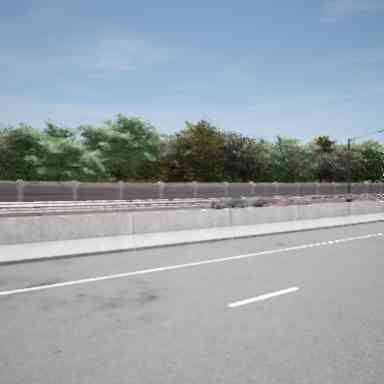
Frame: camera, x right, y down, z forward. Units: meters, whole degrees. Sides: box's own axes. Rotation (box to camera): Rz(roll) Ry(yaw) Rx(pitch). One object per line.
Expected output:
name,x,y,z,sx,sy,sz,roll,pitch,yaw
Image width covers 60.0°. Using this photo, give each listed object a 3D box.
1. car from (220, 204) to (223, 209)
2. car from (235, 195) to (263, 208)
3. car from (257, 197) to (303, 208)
car,3.828,1.129,32.161,4.181,1.385,1.994,-1,1,-34
car,5.809,1.041,29.275,4.674,1.442,1.812,-1,1,-34
car,7.765,1.179,26.373,4.718,1.301,1.895,-1,1,-34
